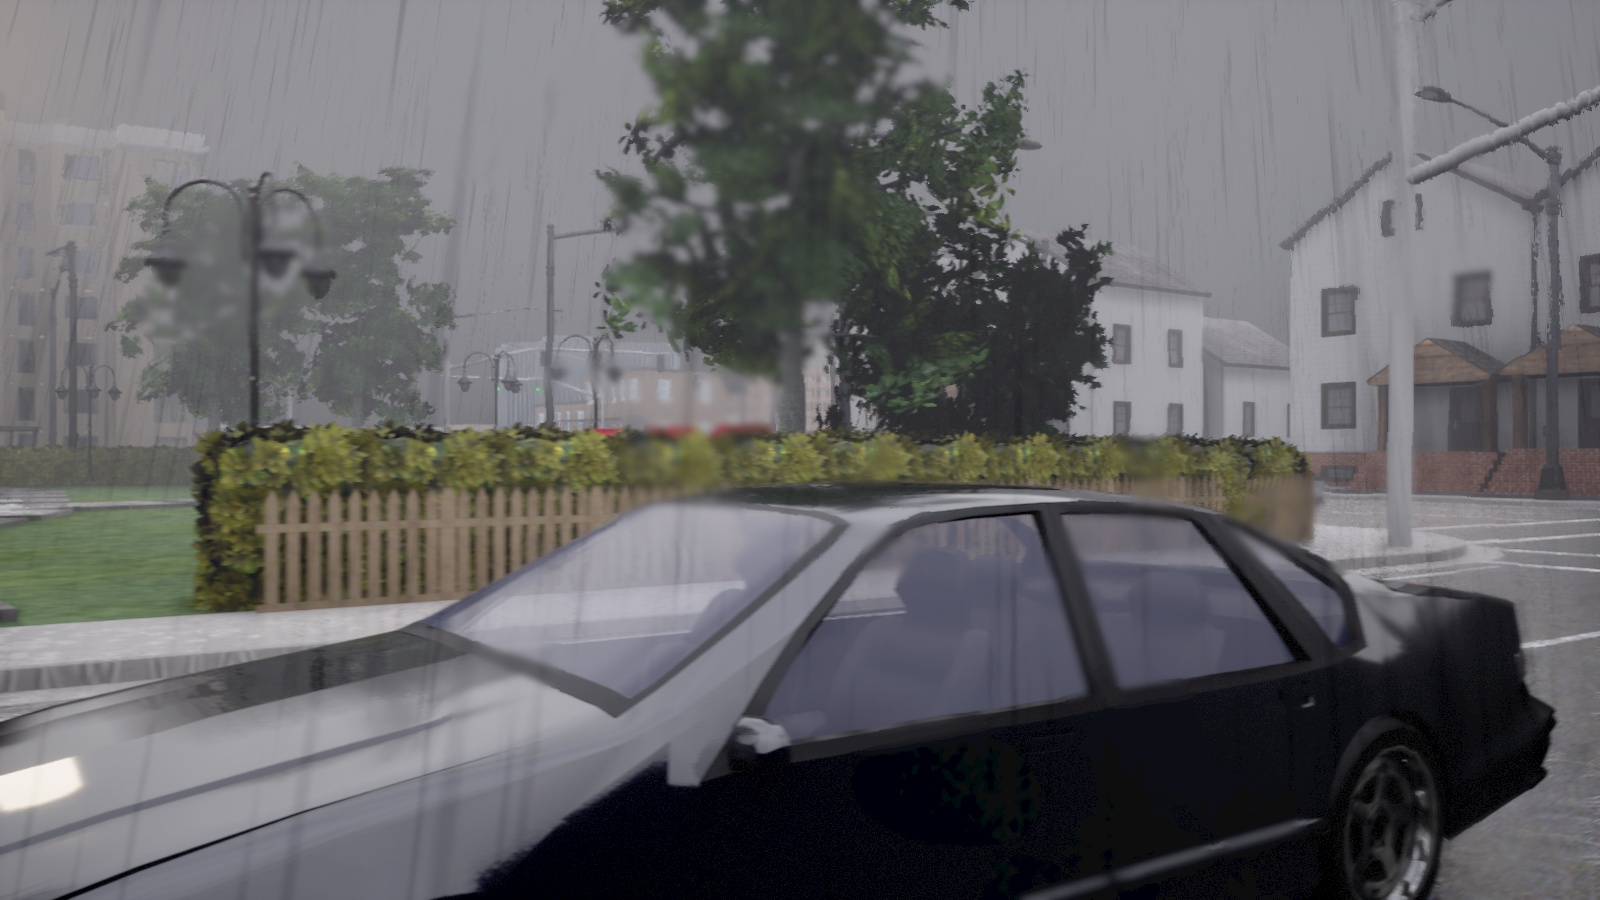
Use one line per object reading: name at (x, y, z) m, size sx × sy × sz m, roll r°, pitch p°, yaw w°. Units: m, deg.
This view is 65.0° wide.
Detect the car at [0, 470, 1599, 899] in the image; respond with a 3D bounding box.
car at (0.087, 0.802, 3.720) m, size 5.357 × 1.411 × 2.033 m, roll 0°, pitch 0°, yaw -35°

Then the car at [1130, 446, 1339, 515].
car at (11.120, 0.728, 32.495) m, size 2.033 × 1.649 × 4.856 m, roll 0°, pitch 0°, yaw -35°
